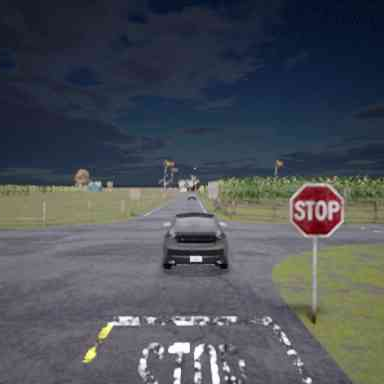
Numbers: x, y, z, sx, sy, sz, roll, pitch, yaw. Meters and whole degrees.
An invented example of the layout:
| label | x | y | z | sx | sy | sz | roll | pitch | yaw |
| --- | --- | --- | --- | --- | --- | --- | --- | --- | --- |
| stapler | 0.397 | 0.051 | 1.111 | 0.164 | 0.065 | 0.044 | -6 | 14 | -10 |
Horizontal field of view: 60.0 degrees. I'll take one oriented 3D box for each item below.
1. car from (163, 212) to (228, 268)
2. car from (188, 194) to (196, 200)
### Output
| label | x | y | z | sx | sy | sz | roll | pitch | yaw |
| --- | --- | --- | --- | --- | --- | --- | --- | --- | --- |
| car | 0.099 | 1.436 | 10.969 | 1.837 | 1.490 | 4.892 | 0 | 1 | 0 |
| car | -0.010 | 1.076 | 73.847 | 1.895 | 1.301 | 4.718 | 0 | 0 | 0 |
